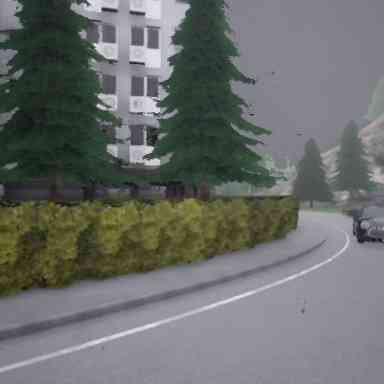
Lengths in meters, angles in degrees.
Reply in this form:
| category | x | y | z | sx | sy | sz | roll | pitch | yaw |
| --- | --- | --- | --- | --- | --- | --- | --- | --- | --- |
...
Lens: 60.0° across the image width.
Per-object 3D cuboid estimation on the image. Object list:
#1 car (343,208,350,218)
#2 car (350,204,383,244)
| category | x | y | z | sx | sy | sz | roll | pitch | yaw |
| --- | --- | --- | --- | --- | --- | --- | --- | --- | --- |
| car | 15.301 | 1.748 | 29.493 | 1.895 | 1.301 | 4.718 | 0 | 0 | -2 |
| car | 8.938 | 1.432 | 15.805 | 2.097 | 1.767 | 4.553 | 0 | 0 | 23 |
